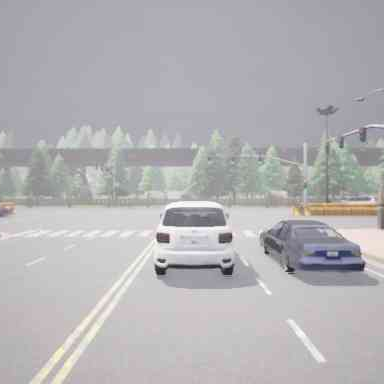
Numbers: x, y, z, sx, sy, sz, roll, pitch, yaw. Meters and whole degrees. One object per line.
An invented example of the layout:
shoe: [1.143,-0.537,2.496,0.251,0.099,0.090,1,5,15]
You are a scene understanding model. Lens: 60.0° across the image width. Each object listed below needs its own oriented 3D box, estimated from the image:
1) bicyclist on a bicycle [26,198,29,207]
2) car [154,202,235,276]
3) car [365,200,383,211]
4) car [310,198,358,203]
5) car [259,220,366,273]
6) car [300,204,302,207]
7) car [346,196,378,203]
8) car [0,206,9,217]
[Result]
bicyclist on a bicycle: [-27.044,1.733,55.032,0.582,1.620,1.656,0,0,0]
car: [0.080,1.310,10.808,2.150,2.045,5.566,0,0,1]
car: [27.297,1.873,46.977,4.892,1.490,1.837,0,0,0]
car: [16.652,1.806,40.025,4.902,1.511,2.128,0,0,0]
car: [3.584,1.634,10.944,2.033,1.411,5.357,0,0,0]
car: [17.804,1.847,47.020,5.008,1.535,1.882,0,0,0]
car: [21.092,1.563,43.506,5.566,2.045,2.150,0,0,0]
car: [-20.694,1.612,33.017,4.553,1.767,2.097,0,0,0]
